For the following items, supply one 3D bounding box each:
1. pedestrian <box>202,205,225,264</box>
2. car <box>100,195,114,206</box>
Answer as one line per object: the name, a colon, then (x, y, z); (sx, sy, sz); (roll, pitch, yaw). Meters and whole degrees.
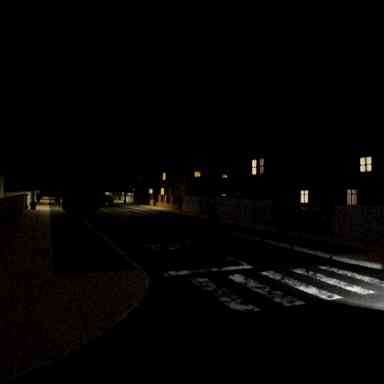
pedestrian: (0.644, 1.227, 9.957); (0.375, 1.860, 0.375); (3, -2, -23)
car: (-11.847, 1.126, 44.960); (1.837, 1.490, 4.892); (1, 0, -24)
